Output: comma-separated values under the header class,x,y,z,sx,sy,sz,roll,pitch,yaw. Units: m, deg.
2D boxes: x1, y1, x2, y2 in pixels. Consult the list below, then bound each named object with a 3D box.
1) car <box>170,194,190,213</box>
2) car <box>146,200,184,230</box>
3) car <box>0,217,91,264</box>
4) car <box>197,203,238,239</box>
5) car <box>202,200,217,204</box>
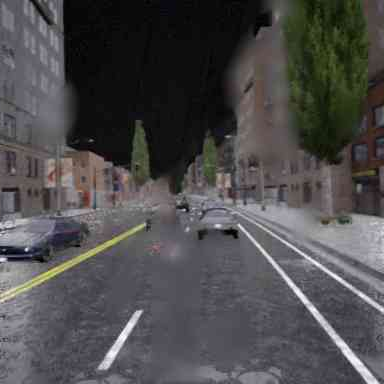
class,x,y,z,sx,sy,sz,roll,pitch,yaw
car,-1.388,1.259,38.063,2.150,2.045,5.566,-1,0,0
car,-1.790,1.543,21.610,1.837,1.490,4.892,-1,0,2
car,-5.613,1.679,12.804,2.033,1.411,5.357,-1,0,3
car,1.291,1.527,17.322,1.994,1.385,4.181,-1,0,3
car,1.824,1.504,34.169,2.033,1.411,5.357,-1,0,1
